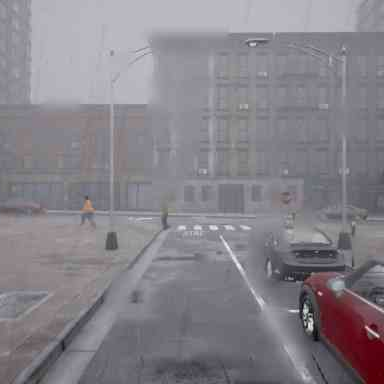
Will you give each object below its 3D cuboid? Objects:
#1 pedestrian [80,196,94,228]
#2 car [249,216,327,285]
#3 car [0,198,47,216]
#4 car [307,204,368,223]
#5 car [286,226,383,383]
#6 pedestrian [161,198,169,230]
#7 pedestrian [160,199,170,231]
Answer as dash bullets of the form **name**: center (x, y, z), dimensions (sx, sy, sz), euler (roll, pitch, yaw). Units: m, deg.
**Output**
- **pedestrian**: center (-5.877, 1.093, 18.652), dimensions (0.375, 1.860, 0.375), euler (0, 0, 0)
- **car**: center (2.693, 1.553, 9.274), dimensions (2.008, 1.369, 4.403), euler (0, 0, 0)
- **car**: center (-14.951, 1.280, 28.560), dimensions (4.674, 1.442, 1.812), euler (1, 0, 1)
- **car**: center (12.324, 1.810, 28.294), dimensions (4.902, 1.511, 2.128), euler (1, 0, 1)
- **car**: center (2.664, 1.441, 3.771), dimensions (1.967, 1.590, 4.097), euler (0, 0, 0)
- **pedestrian**: center (-1.616, 1.299, 19.908), dimensions (0.375, 1.860, 0.375), euler (0, 0, 0)
- **pedestrian**: center (-1.568, 1.298, 19.215), dimensions (0.375, 1.860, 0.375), euler (0, 0, 0)
